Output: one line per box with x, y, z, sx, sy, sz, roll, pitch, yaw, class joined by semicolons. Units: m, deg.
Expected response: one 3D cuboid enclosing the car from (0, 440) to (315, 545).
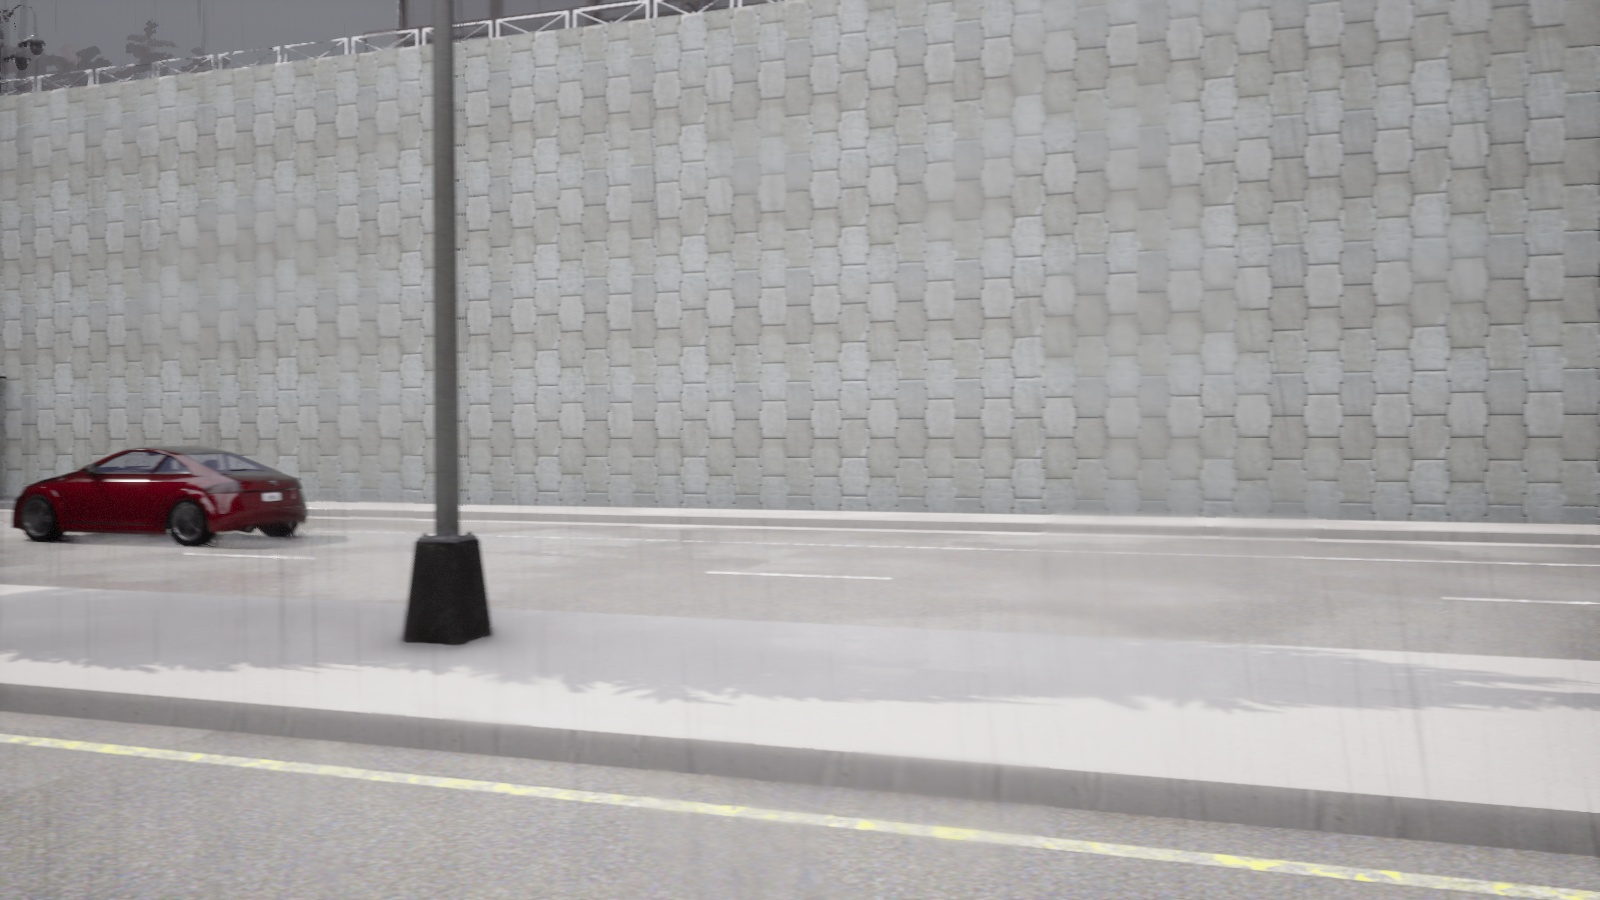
-9.565;0.557;18.545;4.181;1.385;1.994;1;1;19;car
